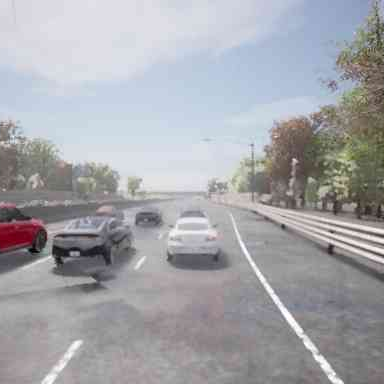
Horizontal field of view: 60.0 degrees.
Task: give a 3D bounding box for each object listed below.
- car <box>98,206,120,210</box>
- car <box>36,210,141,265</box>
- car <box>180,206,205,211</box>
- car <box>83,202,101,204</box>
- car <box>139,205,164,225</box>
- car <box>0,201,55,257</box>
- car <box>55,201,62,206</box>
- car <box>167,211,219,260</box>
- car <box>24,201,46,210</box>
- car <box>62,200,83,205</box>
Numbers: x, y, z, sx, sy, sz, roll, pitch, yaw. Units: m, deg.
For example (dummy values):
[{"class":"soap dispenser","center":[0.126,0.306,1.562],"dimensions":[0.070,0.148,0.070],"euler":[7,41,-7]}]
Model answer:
[{"class":"car","center":[-6.955,1.898,28.014],"dimensions":[1.812,1.442,4.674],"euler":[0,-1,0]},{"class":"car","center":[-3.457,1.654,12.303],"dimensions":[2.128,1.511,4.902],"euler":[0,-1,1]},{"class":"car","center":[0.040,1.856,27.315],"dimensions":[2.128,1.511,4.902],"euler":[0,-1,0]},{"class":"car","center":[-17.536,2.429,60.145],"dimensions":[1.895,1.301,4.718],"euler":[0,-1,1]},{"class":"car","center":[-3.461,1.870,27.339],"dimensions":[1.837,1.490,4.892],"euler":[0,0,0]},{"class":"car","center":[-6.965,1.370,11.173],"dimensions":[2.150,2.045,5.566],"euler":[0,0,1]},{"class":"car","center":[-24.531,2.350,59.929],"dimensions":[1.812,1.442,4.674],"euler":[0,-1,1]},{"class":"car","center":[0.049,1.697,12.995],"dimensions":[1.812,1.442,4.674],"euler":[0,-1,0]},{"class":"car","center":[-28.032,2.378,59.479],"dimensions":[1.994,1.385,4.181],"euler":[0,-1,1]},{"class":"car","center":[-21.037,2.179,60.085],"dimensions":[2.097,1.767,4.553],"euler":[0,-1,1]}]
